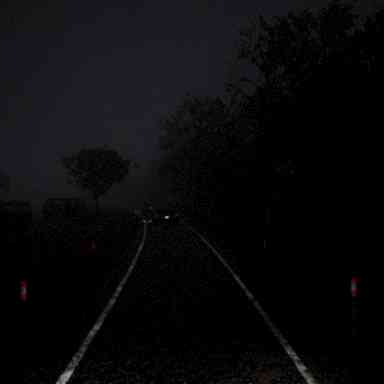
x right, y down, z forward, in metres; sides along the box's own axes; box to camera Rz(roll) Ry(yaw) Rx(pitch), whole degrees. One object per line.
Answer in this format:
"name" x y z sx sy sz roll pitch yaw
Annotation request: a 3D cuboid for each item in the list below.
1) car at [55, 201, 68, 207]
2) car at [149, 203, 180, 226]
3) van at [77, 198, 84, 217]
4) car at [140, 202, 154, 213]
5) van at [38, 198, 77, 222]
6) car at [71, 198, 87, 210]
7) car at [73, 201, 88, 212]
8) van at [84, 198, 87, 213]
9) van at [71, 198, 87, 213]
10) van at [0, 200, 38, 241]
"car" -33.203 3.127 84.640 2.097 1.535 5.008 -1 -2 -32
"car" -2.076 1.777 25.488 1.994 1.385 4.181 0 0 -9
"van" -12.406 1.601 33.742 1.878 1.987 4.442 1 -2 -13
"car" -5.424 1.903 41.896 1.994 1.385 4.181 0 -1 -14
"van" -11.344 1.521 28.265 1.878 1.987 4.442 1 -2 -12
"car" -20.610 2.144 60.516 2.435 2.045 5.566 2 -3 -22
"car" -16.707 2.127 49.868 1.946 1.575 5.366 2 -2 -17
"van" -13.649 1.692 39.193 1.878 1.987 4.442 1 -2 -13
"van" -15.080 1.794 44.601 1.878 1.987 4.442 2 -2 -18
"van" -9.877 1.391 17.176 1.878 1.987 4.442 1 -2 -7
